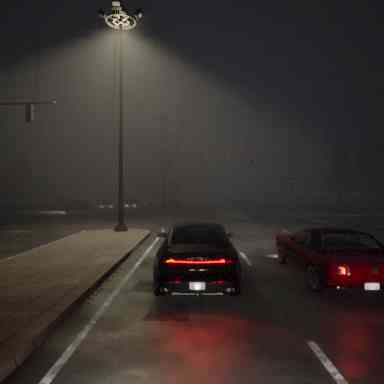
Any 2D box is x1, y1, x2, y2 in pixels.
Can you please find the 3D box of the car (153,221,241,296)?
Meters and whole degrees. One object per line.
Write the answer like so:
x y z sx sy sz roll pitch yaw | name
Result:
0.126 1.502 8.612 1.837 1.490 4.892 0 0 1 | car

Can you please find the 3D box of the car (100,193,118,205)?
-14.693 1.199 59.316 2.150 2.045 5.566 0 0 1 | car

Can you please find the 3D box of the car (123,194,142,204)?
-11.163 1.580 62.245 1.895 1.301 4.718 0 0 1 | car

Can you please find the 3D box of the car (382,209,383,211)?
21.050 1.590 31.939 4.718 1.301 1.895 0 0 1 | car

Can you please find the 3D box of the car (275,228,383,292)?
3.630 1.598 8.856 1.895 1.301 4.718 0 0 1 | car

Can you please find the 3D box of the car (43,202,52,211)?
-16.117 1.512 41.064 1.812 1.442 4.674 1 0 20 | car

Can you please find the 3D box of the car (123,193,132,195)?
-14.527 1.200 74.605 2.150 2.045 5.566 0 0 0 | car

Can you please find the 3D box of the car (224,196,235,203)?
7.521 1.541 66.530 1.994 1.385 4.181 0 0 0 | car

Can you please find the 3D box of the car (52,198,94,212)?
-13.601 1.550 38.950 1.994 1.385 4.181 0 0 30 | car

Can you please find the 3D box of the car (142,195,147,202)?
-11.033 1.475 73.713 1.837 1.490 4.892 0 0 0 | car
